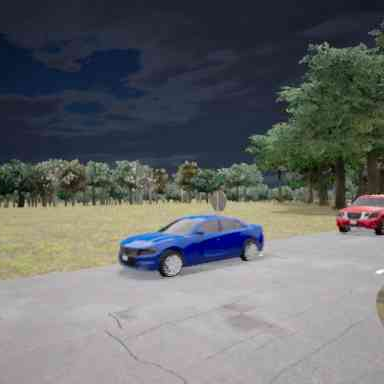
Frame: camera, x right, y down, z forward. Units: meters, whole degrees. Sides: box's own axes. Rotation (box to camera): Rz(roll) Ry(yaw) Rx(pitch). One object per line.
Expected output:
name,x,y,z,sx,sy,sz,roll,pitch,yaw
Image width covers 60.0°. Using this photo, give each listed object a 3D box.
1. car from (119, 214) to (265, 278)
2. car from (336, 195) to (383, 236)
car,0.167,1.478,10.390,5.008,1.535,1.882,0,-1,-39
car,10.228,1.169,18.447,5.566,2.045,2.150,0,-1,-39
